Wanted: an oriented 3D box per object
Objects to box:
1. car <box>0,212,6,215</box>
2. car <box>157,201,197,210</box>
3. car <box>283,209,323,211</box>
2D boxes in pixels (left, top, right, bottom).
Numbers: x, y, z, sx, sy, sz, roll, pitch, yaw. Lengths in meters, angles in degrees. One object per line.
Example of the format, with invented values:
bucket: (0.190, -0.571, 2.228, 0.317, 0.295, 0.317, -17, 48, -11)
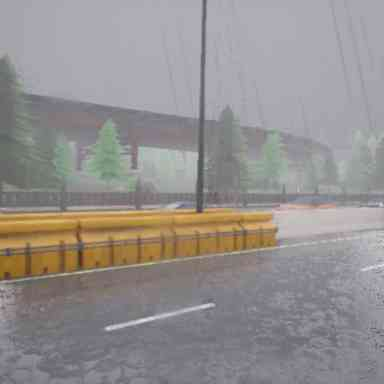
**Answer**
car: (-8.736, 1.097, 10.744, 4.892, 1.490, 1.837, 1, 1, -34)
car: (-0.615, 1.194, 16.288, 4.674, 1.442, 1.812, 1, 1, -34)
car: (7.584, 1.098, 21.864, 4.553, 1.767, 2.097, 1, 1, -34)
